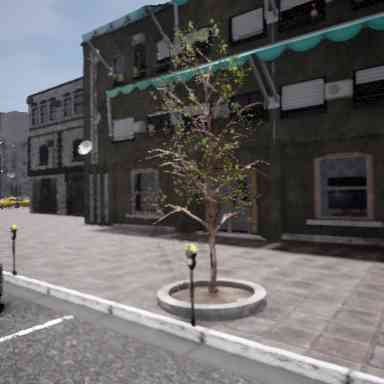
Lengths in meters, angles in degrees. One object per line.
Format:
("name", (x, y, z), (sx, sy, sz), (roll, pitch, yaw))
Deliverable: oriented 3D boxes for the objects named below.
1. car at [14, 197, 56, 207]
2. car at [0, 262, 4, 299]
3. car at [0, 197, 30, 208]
("car", (-21.152, 1.320, 44.992), (1.895, 1.301, 4.718), (-1, 0, 36))
("car", (-5.553, 1.567, 6.853), (4.313, 1.339, 1.947), (0, -1, 36))
("car", (-21.316, 1.241, 40.189), (1.752, 1.417, 4.829), (-1, 0, 36))
